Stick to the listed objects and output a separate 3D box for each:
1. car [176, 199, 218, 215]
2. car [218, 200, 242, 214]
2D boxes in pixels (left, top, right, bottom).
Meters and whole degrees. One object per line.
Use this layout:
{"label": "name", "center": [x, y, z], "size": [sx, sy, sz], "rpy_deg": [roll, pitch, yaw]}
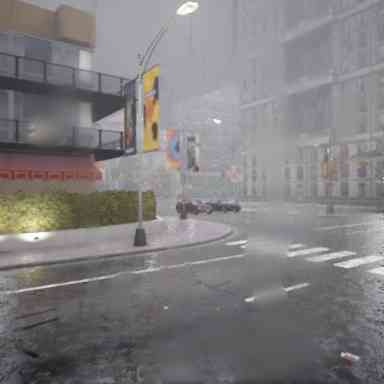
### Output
{"label": "car", "center": [0.113, 1.435, 32.624], "size": [1.812, 1.442, 4.674], "rpy_deg": [0, 0, -35]}
{"label": "car", "center": [2.963, 1.493, 34.655], "size": [1.895, 1.301, 4.718], "rpy_deg": [0, 0, -35]}
